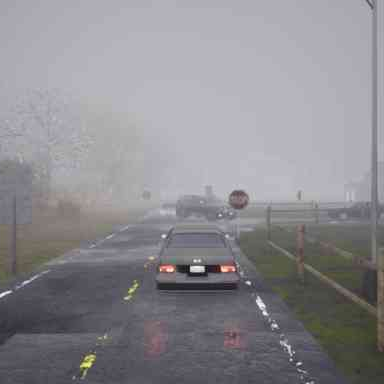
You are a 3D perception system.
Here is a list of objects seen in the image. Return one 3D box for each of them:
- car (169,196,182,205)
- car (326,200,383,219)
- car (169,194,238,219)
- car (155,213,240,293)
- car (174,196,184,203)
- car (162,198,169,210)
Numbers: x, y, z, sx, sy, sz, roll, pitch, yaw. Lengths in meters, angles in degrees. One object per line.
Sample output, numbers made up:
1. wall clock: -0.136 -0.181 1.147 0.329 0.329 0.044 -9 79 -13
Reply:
1. car: -2.809 1.459 57.042 1.837 1.490 4.892 0 0 0
2. car: 13.196 1.422 26.312 5.008 1.535 1.882 0 0 0
3. car: 0.968 1.214 26.233 2.150 2.045 5.566 -2 1 -43
4. car: 0.101 1.547 8.990 2.033 1.411 5.357 0 0 0
5. car: -2.741 1.525 69.383 1.895 1.301 4.718 0 0 0
6. car: -2.835 1.453 43.395 1.882 1.535 5.008 0 0 0
